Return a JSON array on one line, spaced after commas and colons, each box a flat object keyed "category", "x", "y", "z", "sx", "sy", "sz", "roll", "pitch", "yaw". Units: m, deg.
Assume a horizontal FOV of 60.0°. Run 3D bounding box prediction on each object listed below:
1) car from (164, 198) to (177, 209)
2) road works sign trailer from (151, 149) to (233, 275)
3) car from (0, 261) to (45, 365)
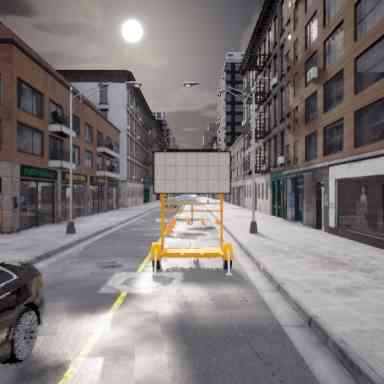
[{"category": "car", "x": -3.076, "y": 1.536, "z": 46.738, "sx": 2.128, "sy": 1.511, "sz": 4.902, "roll": 0, "pitch": 0, "yaw": 0}, {"category": "road works sign trailer", "x": 0.004, "y": 0.466, "z": 10.393, "sx": 2.380, "sy": 3.560, "sz": 2.880, "roll": 0, "pitch": 0, "yaw": 0}, {"category": "car", "x": -3.100, "y": 1.491, "z": 3.022, "sx": 2.128, "sy": 1.511, "sz": 4.902, "roll": 0, "pitch": 0, "yaw": 0}]
